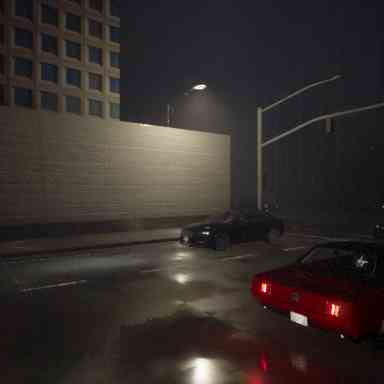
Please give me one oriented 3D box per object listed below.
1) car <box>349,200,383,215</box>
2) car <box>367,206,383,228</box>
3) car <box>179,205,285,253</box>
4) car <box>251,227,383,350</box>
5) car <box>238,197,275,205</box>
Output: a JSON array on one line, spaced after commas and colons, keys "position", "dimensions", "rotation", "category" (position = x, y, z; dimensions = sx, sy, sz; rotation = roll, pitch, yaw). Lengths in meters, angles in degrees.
[{"position": [18.075, 1.542, 32.621], "dimensions": [4.902, 1.511, 2.128], "rotation": [0, 0, 42], "category": "car"}, {"position": [10.485, 1.540, 15.738], "dimensions": [4.674, 1.442, 1.812], "rotation": [0, 0, -35], "category": "car"}, {"position": [1.780, 1.491, 13.843], "dimensions": [4.902, 1.511, 2.128], "rotation": [0, 0, -35], "category": "car"}, {"position": [3.418, 1.601, 6.225], "dimensions": [4.718, 1.301, 1.895], "rotation": [0, 0, -35], "category": "car"}, {"position": [6.813, 1.407, 34.686], "dimensions": [2.097, 1.767, 4.553], "rotation": [0, 0, -35], "category": "car"}]
